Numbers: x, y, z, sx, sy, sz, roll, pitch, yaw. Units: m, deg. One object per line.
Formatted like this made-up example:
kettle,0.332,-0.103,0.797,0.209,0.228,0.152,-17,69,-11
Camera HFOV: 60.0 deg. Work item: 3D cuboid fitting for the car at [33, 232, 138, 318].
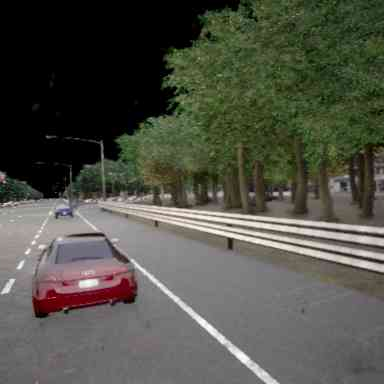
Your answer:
car,-2.627,1.673,7.952,1.994,1.385,4.181,-3,0,-22

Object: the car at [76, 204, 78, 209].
car,-21.516,2.477,59.207,1.895,1.301,4.718,-3,0,-11

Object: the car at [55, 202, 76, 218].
car,-14.441,2.125,37.592,1.812,1.442,4.674,-3,0,-22
